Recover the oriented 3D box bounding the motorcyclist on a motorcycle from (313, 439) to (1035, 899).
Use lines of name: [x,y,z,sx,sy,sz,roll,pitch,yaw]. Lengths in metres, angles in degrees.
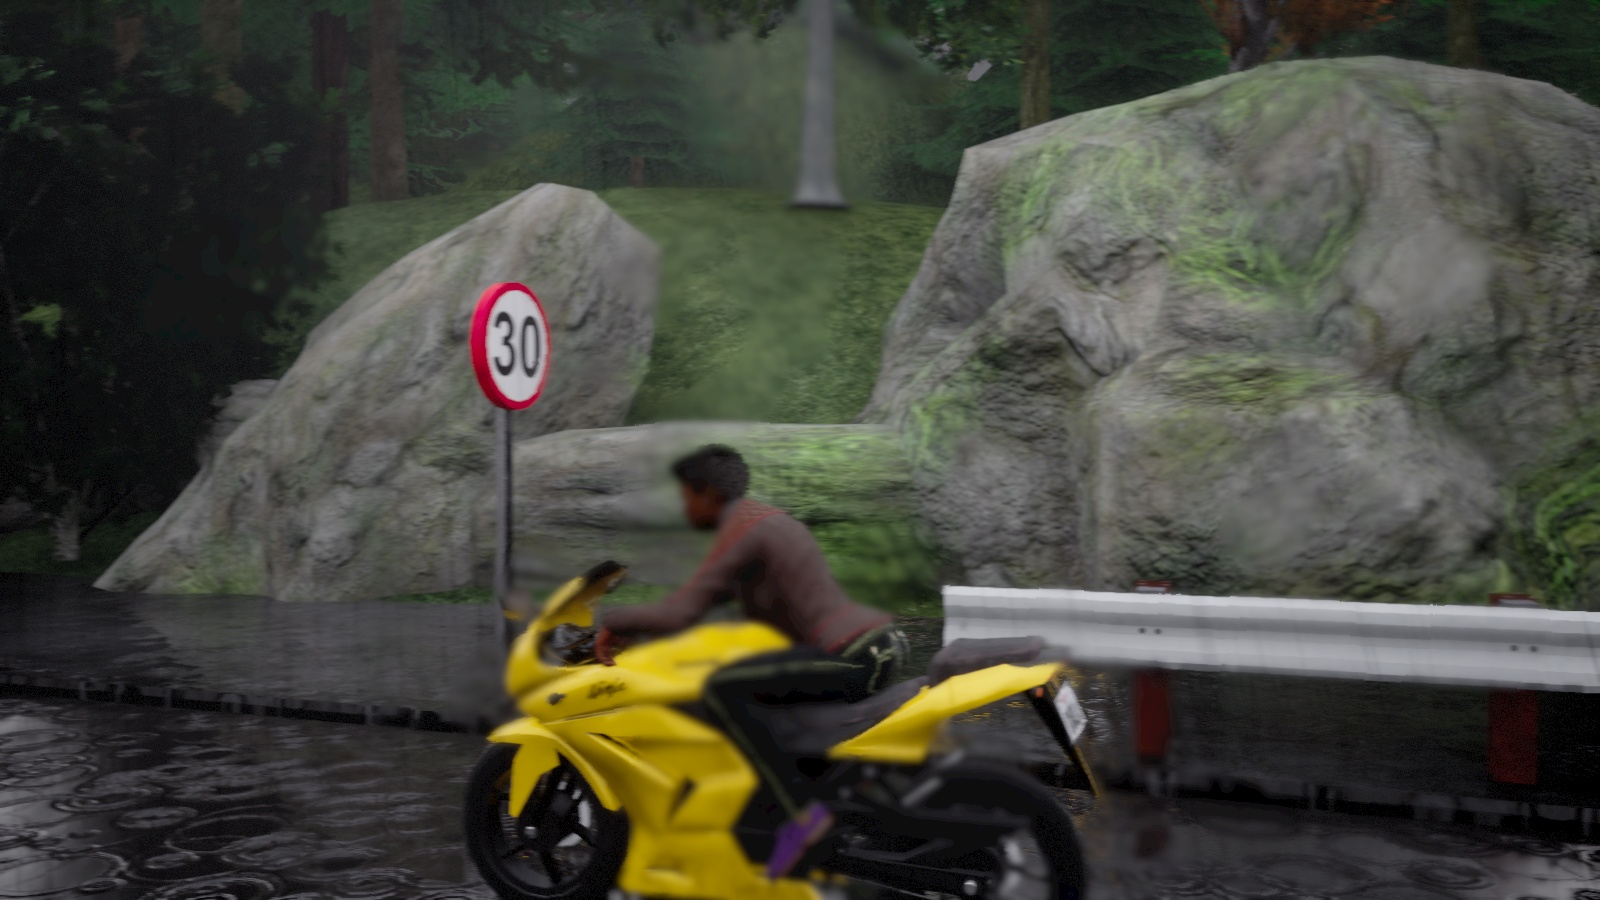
motorcyclist on a motorcycle: [-0.374,0.738,3.846,2.044,1.523,0.797,1,1,19]
